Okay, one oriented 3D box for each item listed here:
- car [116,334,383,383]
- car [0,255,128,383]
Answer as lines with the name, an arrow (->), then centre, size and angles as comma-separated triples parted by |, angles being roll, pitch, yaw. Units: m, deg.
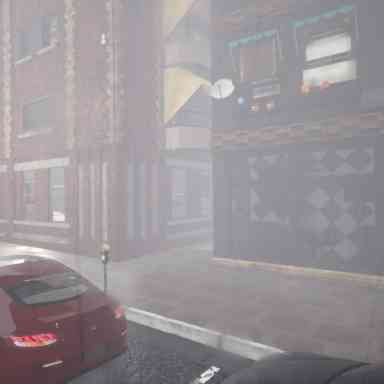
car -> 1.881, 1.566, 1.507 | 4.313, 1.339, 1.947 | 0, -1, 35
car -> -2.731, 1.583, 4.783 | 4.206, 1.307, 1.802 | 0, -1, 35
